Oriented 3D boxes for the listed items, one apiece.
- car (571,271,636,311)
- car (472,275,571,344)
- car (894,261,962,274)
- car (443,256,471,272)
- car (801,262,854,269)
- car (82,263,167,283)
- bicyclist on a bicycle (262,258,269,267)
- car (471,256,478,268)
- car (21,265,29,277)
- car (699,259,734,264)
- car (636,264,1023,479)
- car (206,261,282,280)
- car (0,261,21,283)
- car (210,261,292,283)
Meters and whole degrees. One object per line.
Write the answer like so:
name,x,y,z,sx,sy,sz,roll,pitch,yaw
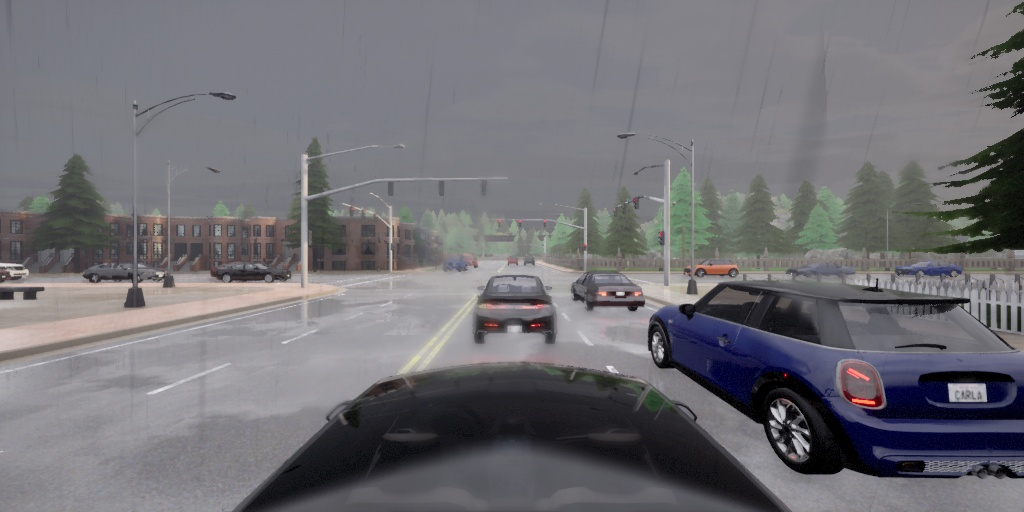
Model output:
car,3.610,1.297,14.380,2.033,1.411,5.357,0,0,1
car,0.079,1.242,9.555,2.128,1.511,4.902,0,0,1
car,39.203,1.228,33.888,5.008,1.535,1.882,0,0,1
car,-7.148,0.970,45.435,2.150,2.045,5.566,0,0,3
car,29.147,1.297,33.925,5.357,1.411,2.033,0,0,1
car,-28.998,1.242,26.961,4.902,1.511,2.128,0,0,-4
bicyclist on a bicycle,-28.735,1.053,41.685,0.582,1.620,1.656,0,0,-1
car,-6.947,0.973,60.040,2.150,2.045,5.566,0,0,0
car,-42.171,0.971,27.913,5.566,2.045,2.150,0,0,-21
car,18.775,1.102,33.963,4.553,1.767,2.097,0,0,0
car,3.608,1.102,4.963,2.097,1.767,4.553,0,0,0
car,-22.811,1.228,30.669,5.008,1.535,1.882,0,0,-1
car,-39.168,1.228,25.243,5.008,1.535,1.882,0,0,-18
car,-19.502,1.228,27.231,5.008,1.535,1.882,0,0,-1
